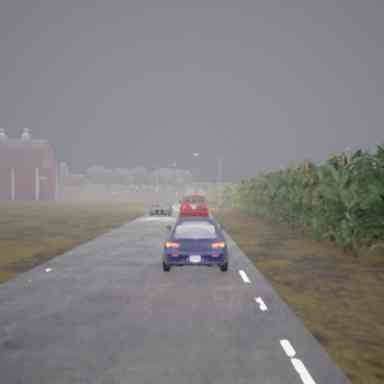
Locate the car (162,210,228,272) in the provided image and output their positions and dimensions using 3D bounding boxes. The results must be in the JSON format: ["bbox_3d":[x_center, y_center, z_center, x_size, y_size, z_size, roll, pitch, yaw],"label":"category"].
[{"bbox_3d":[0.116,1.511,10.672,1.812,1.442,4.674,0,0,1],"label":"car"}]

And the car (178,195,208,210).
[{"bbox_3d":[0.115,1.214,26.316,2.150,2.045,5.566,0,0,-1],"label":"car"}]

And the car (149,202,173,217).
[{"bbox_3d":[-2.813,1.575,30.813,1.994,1.385,4.181,0,0,0],"label":"car"}]
